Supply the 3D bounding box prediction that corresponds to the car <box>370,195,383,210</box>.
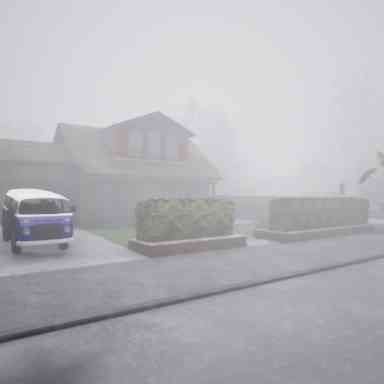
[{"bbox_3d":[23.703,1.241,40.531,3.866,1.878,1.905,0,0,0],"label":"car"}]
